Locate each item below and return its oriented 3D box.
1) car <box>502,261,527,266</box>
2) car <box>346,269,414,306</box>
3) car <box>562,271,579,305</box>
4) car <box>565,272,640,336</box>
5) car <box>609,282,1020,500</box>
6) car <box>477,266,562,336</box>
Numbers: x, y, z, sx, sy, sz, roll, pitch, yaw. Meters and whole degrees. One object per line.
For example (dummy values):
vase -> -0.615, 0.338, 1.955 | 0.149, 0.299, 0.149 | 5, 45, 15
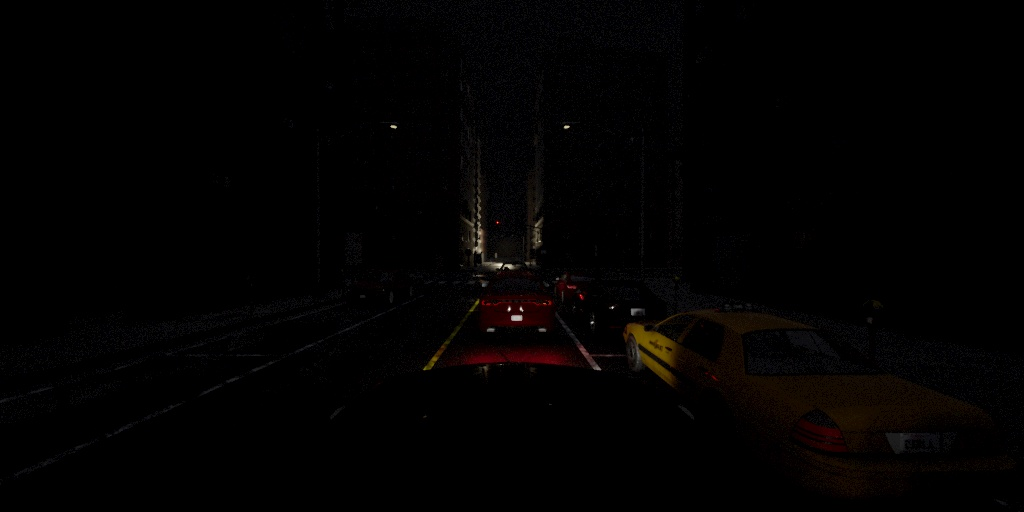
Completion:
car -> 0.121, 1.096, 20.751 | 2.097, 1.767, 4.553 | 0, 0, 0
car -> -5.654, 1.290, 15.837 | 1.888, 1.381, 4.507 | 0, 0, 0
car -> 2.891, 1.327, 15.828 | 1.802, 1.307, 4.207 | 0, 0, 0
car -> 2.883, 1.313, 10.242 | 1.948, 1.339, 4.313 | 0, 0, 0
car -> 2.875, 1.274, 4.826 | 1.751, 1.417, 4.829 | 0, 0, 0
car -> 0.106, 1.225, 10.421 | 1.882, 1.535, 5.008 | 0, 0, 0
